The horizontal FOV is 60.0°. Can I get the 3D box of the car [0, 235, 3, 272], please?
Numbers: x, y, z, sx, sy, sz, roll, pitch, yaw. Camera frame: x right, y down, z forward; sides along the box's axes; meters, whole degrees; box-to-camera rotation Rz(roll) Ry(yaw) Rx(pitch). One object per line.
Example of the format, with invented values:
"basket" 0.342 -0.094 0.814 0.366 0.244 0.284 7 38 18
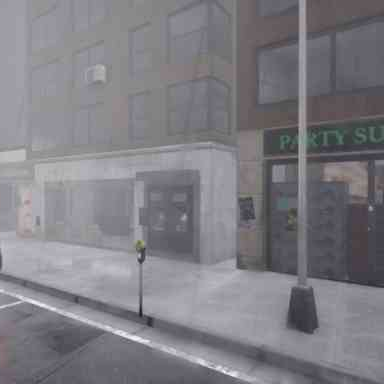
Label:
"car" -6.801 1.223 8.103 5.566 2.045 2.150 0 0 35
